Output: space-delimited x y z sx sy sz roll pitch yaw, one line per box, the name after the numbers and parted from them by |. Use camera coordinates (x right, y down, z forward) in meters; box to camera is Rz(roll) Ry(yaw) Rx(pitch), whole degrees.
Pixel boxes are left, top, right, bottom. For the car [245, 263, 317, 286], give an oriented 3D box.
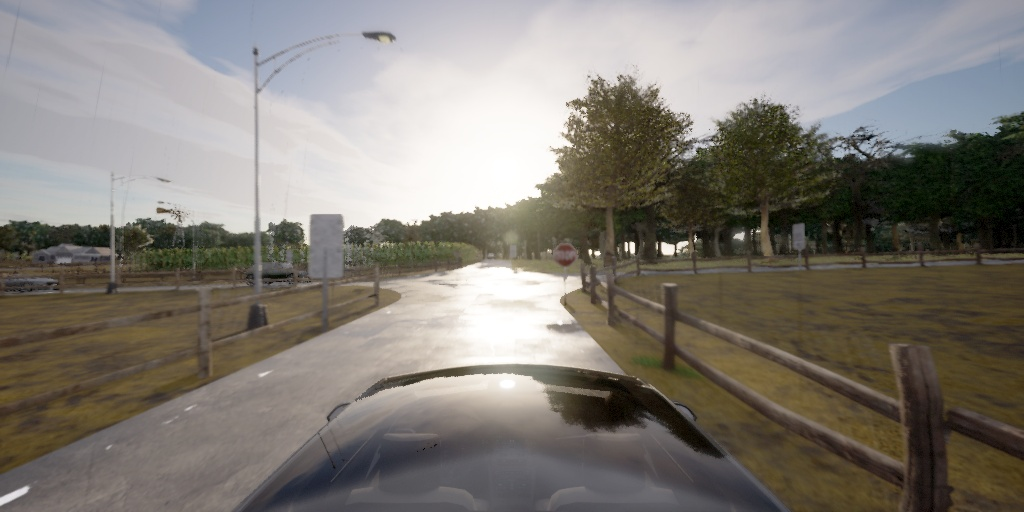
-17.208 1.265 26.869 4.553 1.767 2.097 -2 -2 0 | car

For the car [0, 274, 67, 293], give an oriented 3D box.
-36.282 2.042 26.830 4.181 1.385 1.994 -2 -2 0 | car
